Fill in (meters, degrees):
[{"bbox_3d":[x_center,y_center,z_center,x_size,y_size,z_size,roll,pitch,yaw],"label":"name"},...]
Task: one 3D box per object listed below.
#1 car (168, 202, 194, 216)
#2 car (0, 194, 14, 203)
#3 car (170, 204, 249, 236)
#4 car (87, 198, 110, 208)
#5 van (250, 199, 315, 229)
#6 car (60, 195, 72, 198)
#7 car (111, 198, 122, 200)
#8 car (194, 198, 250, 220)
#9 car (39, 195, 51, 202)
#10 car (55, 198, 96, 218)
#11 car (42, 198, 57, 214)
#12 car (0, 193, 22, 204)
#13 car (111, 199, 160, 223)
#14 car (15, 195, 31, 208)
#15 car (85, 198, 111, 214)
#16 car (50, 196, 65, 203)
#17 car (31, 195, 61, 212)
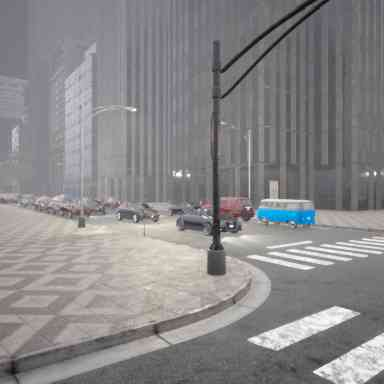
[{"bbox_3d":[-0.580,1.599,31.024,1.947,1.339,4.313,0,0,-36],"label":"car"},{"bbox_3d":[-37.429,1.286,66.990,2.192,1.841,5.009,0,0,-36],"label":"car"},{"bbox_3d":[0.878,1.600,18.932,1.994,1.385,4.181,0,0,-36],"label":"car"},{"bbox_3d":[-13.893,1.602,49.237,1.802,1.307,4.206,0,0,-36],"label":"car"},{"bbox_3d":[6.077,1.378,21.916,1.690,1.788,3.998,0,0,-36],"label":"van"},{"bbox_3d":[-20.444,1.576,53.355,1.994,1.385,4.181,0,0,-36],"label":"car"},{"bbox_3d":[-10.564,1.464,44.683,1.967,1.590,4.097,0,0,-36],"label":"car"},{"bbox_3d":[2.748,1.351,26.470,2.192,1.841,5.009,0,0,-36],"label":"car"},{"bbox_3d":[-33.977,1.482,76.726,1.752,1.417,4.829,0,0,-35],"label":"car"},{"bbox_3d":[-10.806,1.572,30.566,1.887,1.381,4.507,0,0,-36],"label":"car"},{"bbox_3d":[-14.134,1.606,35.119,1.802,1.307,4.206,0,0,-36],"label":"car"},{"bbox_3d":[-34.101,1.299,62.436,2.192,1.841,5.009,0,0,-36],"label":"car"},{"bbox_3d":[-4.308,1.537,26.028,1.837,1.490,4.892,0,0,-36],"label":"car"},{"bbox_3d":[-24.117,1.563,48.777,2.008,1.369,4.403,0,0,-36],"label":"car"},{"bbox_3d":[-10.437,1.531,34.427,1.837,1.490,4.892,0,0,-36],"label":"car"},{"bbox_3d":[-27.306,1.512,67.589,1.752,1.417,4.829,0,0,-36],"label":"car"},{"bbox_3d":[-17.462,1.461,39.672,1.967,1.590,4.097,0,0,-36],"label":"car"}]
